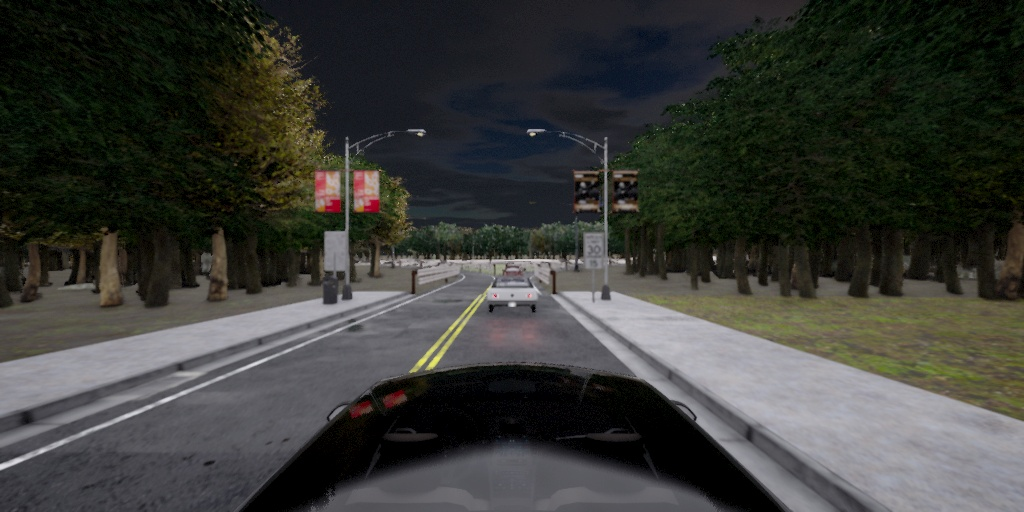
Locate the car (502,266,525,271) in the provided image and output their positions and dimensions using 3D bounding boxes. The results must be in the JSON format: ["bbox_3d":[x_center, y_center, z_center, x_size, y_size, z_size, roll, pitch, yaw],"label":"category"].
[{"bbox_3d":[0.105,1.565,30.747,1.812,1.442,4.674,0,0,2],"label":"car"}]

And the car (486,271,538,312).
[{"bbox_3d":[0.026,1.485,15.079,1.895,1.301,4.718,0,-1,0],"label":"car"}]
